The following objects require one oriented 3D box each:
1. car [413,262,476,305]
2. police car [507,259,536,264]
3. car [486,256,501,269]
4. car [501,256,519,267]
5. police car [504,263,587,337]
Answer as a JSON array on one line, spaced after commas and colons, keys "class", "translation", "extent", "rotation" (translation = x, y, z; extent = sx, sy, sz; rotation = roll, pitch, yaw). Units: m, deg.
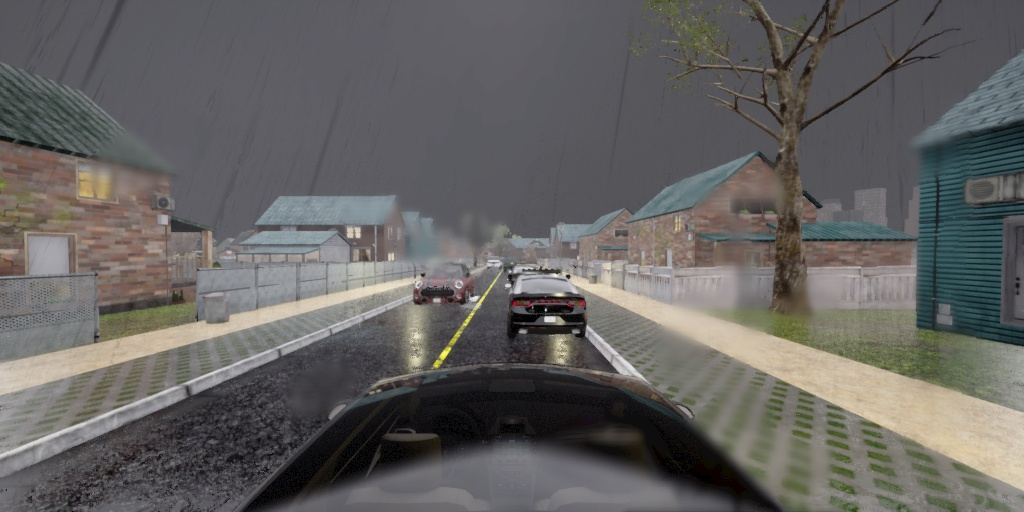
[{"class": "car", "translation": [-2.847, 1.103, 15.868], "extent": [2.097, 1.767, 4.553], "rotation": [0, 0, 0]}, {"class": "police car", "translation": [0.828, 1.182, 20.370], "extent": [1.930, 1.638, 5.238], "rotation": [0, 0, 0]}, {"class": "car", "translation": [-2.830, 1.062, 57.360], "extent": [2.150, 2.045, 5.566], "rotation": [0, -1, 0]}, {"class": "car", "translation": [0.029, 1.026, 47.016], "extent": [2.150, 2.045, 5.566], "rotation": [0, 0, 0]}, {"class": "police car", "translation": [0.827, 1.174, 10.368], "extent": [1.930, 1.638, 5.238], "rotation": [0, 0, 0]}]
